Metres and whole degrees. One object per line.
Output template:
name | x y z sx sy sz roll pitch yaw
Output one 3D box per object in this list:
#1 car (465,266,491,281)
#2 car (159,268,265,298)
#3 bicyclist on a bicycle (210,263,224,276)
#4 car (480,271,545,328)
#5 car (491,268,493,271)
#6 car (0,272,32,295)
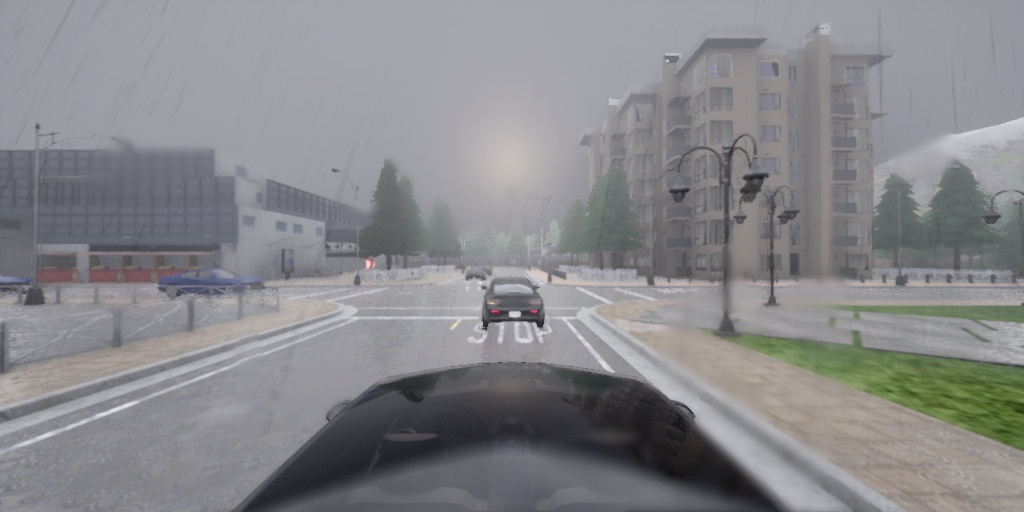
car | -3.538 1.739 36.280 2.033 1.411 5.357 0 -1 0
car | -16.261 1.440 19.610 5.008 1.535 1.882 0 -1 1
bicyclist on a bicycle | -22.331 1.359 27.166 0.582 1.620 1.656 0 0 1
car | -0.051 1.404 11.803 1.812 1.442 4.674 0 -1 -3
car | -3.521 1.925 46.642 1.895 1.301 4.718 0 -1 0
car | -29.705 1.441 19.768 5.008 1.535 1.882 0 -1 1
